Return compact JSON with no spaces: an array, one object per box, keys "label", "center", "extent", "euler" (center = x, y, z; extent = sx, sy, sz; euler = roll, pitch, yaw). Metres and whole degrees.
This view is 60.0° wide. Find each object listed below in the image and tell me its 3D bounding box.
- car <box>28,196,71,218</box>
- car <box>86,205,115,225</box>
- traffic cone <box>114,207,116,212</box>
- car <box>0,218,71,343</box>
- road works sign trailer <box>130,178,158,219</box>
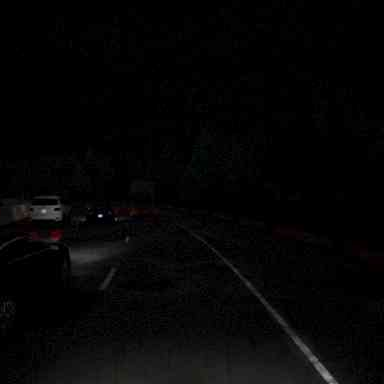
[{"label":"car","center":[-10.108,1.296,23.872],"extent":[2.150,2.045,5.566],"euler":[0,0,-14]},{"label":"car","center":[-6.832,1.631,24.936],"extent":[1.994,1.385,4.181],"euler":[0,0,-14]},{"label":"traffic cone","center":[-8.311,2.049,36.745],"extent":[0.340,0.580,0.340],"euler":[0,0,-19]},{"label":"car","center":[-3.822,1.515,6.377],"extent":[2.128,1.511,4.902],"euler":[0,0,-4]},{"label":"road works sign trailer","center":[-4.581,0.536,30.643],"extent":[2.380,3.560,2.880],"euler":[0,0,-19]}]
